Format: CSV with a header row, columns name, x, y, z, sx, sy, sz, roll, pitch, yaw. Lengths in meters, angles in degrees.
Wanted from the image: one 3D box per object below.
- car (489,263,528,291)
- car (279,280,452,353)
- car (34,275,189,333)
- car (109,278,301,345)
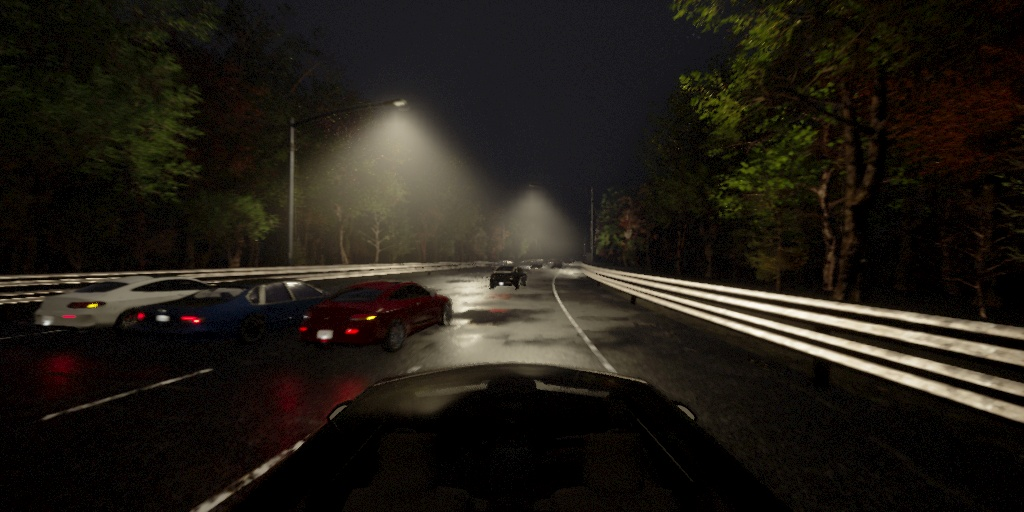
name,x,y,z,sx,sy,sz,roll,pitch,yaw
car,-0.169,1.399,23.712,1.837,1.490,4.892,0,0,11
car,-3.036,1.310,8.926,1.812,1.442,4.674,0,0,11
car,-9.905,1.259,10.258,1.812,1.442,4.674,0,0,11
car,-6.468,1.309,9.591,2.033,1.411,5.357,1,0,11
